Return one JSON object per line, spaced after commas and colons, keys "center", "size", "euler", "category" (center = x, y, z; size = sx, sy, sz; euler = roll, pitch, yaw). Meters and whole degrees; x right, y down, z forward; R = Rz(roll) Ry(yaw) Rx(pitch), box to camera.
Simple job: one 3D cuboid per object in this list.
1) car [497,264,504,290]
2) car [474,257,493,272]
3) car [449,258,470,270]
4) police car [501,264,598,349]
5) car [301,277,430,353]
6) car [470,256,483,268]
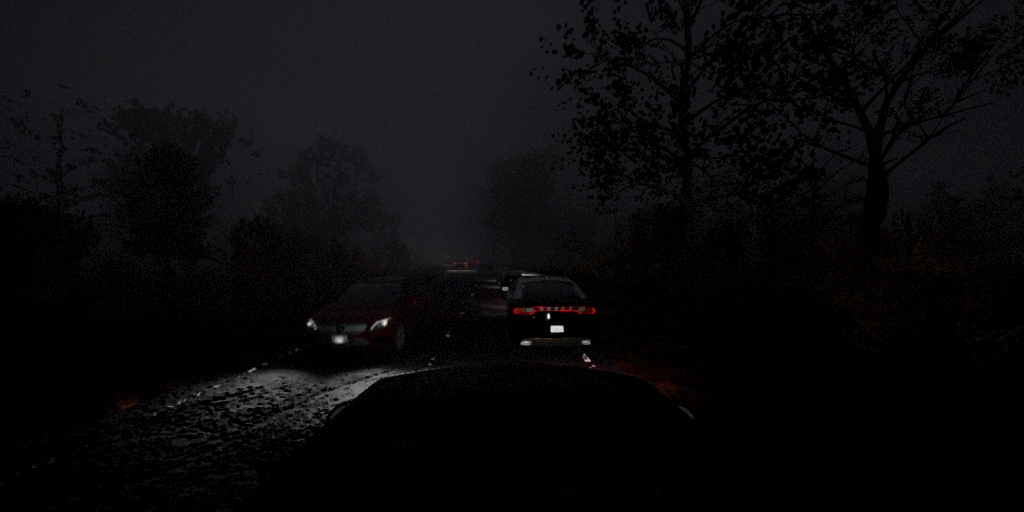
{"center": [0.312, 1.275, 19.311], "size": [1.812, 1.442, 4.674], "euler": [0, 0, -4], "category": "car"}
{"center": [-3.581, 1.223, 47.117], "size": [1.882, 1.535, 5.008], "euler": [0, 0, -9], "category": "car"}
{"center": [-7.479, 1.098, 51.088], "size": [2.097, 1.767, 4.553], "euler": [0, 0, -10], "category": "car"}
{"center": [0.774, 1.175, 9.352], "size": [1.930, 1.638, 5.238], "euler": [0, 0, -2], "category": "police car"}
{"center": [-3.268, 1.275, 8.965], "size": [1.812, 1.442, 4.674], "euler": [0, 0, -2], "category": "car"}
{"center": [-5.994, 0.965, 60.674], "size": [2.150, 2.045, 5.566], "euler": [0, 0, -12], "category": "car"}
